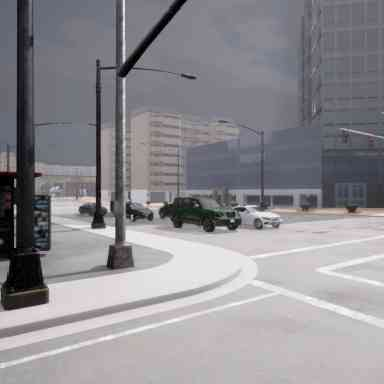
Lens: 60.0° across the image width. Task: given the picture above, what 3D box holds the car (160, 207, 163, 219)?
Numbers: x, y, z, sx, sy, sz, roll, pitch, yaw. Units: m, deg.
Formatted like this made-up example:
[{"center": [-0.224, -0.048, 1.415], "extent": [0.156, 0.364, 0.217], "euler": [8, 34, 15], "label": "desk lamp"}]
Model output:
[{"center": [-1.340, 1.740, 30.122], "extent": [1.812, 1.442, 4.674], "euler": [0, -1, -36], "label": "car"}]

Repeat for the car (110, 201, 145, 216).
[{"center": [-7.549, 1.859, 38.624], "extent": [2.128, 1.511, 4.902], "euler": [0, -1, -36], "label": "car"}]

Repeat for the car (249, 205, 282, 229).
[{"center": [3.961, 1.635, 22.735], "extent": [1.812, 1.442, 4.674], "euler": [0, -1, -35], "label": "car"}]

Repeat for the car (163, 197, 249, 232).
[{"center": [0.693, 1.335, 21.304], "extent": [2.150, 2.045, 5.566], "euler": [0, -1, -36], "label": "car"}]

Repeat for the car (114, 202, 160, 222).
[{"center": [-5.114, 1.741, 29.302], "extent": [1.837, 1.490, 4.892], "euler": [0, -1, -36], "label": "car"}]

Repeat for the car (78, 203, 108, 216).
[{"center": [-11.361, 1.939, 37.918], "extent": [2.033, 1.411, 5.357], "euler": [0, -1, -36], "label": "car"}]
